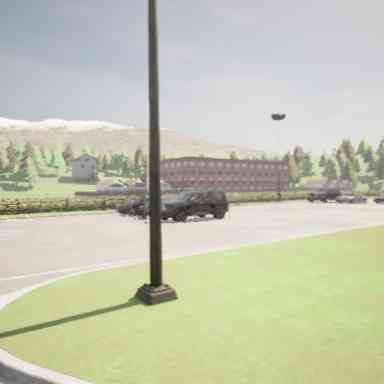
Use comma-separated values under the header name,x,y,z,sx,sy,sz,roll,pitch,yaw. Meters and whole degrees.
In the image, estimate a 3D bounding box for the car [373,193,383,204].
name,x,y,z,sx,sy,sz,roll,pitch,yaw
car,24.130,0.723,40.415,5.357,1.411,2.033,-1,1,-36

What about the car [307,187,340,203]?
name,x,y,z,sx,sy,sz,roll,pitch,yaw
car,17.721,0.416,44.426,5.566,2.045,2.150,-1,1,-36

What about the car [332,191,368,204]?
name,x,y,z,sx,sy,sz,roll,pitch,yaw
car,20.076,0.803,41.811,4.718,1.301,1.895,-1,1,-36

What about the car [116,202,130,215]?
name,x,y,z,sx,sy,sz,roll,pitch,yaw
car,-4.067,1.156,28.434,4.892,1.490,1.837,-1,1,-36

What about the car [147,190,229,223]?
name,x,y,z,sx,sy,sz,roll,pitch,yaw
car,0.057,0.903,22.776,5.566,2.045,2.150,-1,1,-36

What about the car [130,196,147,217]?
name,x,y,z,sx,sy,sz,roll,pitch,yaw
car,-1.955,1.171,25.643,4.892,1.490,1.837,-1,1,-36
